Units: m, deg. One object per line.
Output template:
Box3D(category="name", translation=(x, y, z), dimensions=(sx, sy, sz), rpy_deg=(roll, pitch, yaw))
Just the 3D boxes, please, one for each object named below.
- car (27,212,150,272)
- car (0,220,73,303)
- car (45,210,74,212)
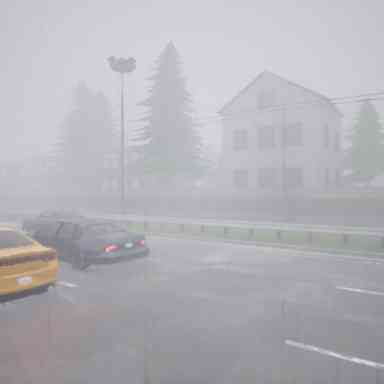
Box3D(category="car", translation=(-3.853, 1.589, 11.030), dimensions=(5.357, 1.411, 2.033), rpy_deg=(0, 0, 36))
Box3D(category="car", translation=(-5.124, 1.515, 7.634), dimensions=(5.008, 1.535, 1.882), rpy_deg=(0, 0, 35))
Box3D(category="car", translation=(-7.212, 1.635, 17.733), dimensions=(4.181, 1.385, 1.994), rpy_deg=(0, 0, 36))
